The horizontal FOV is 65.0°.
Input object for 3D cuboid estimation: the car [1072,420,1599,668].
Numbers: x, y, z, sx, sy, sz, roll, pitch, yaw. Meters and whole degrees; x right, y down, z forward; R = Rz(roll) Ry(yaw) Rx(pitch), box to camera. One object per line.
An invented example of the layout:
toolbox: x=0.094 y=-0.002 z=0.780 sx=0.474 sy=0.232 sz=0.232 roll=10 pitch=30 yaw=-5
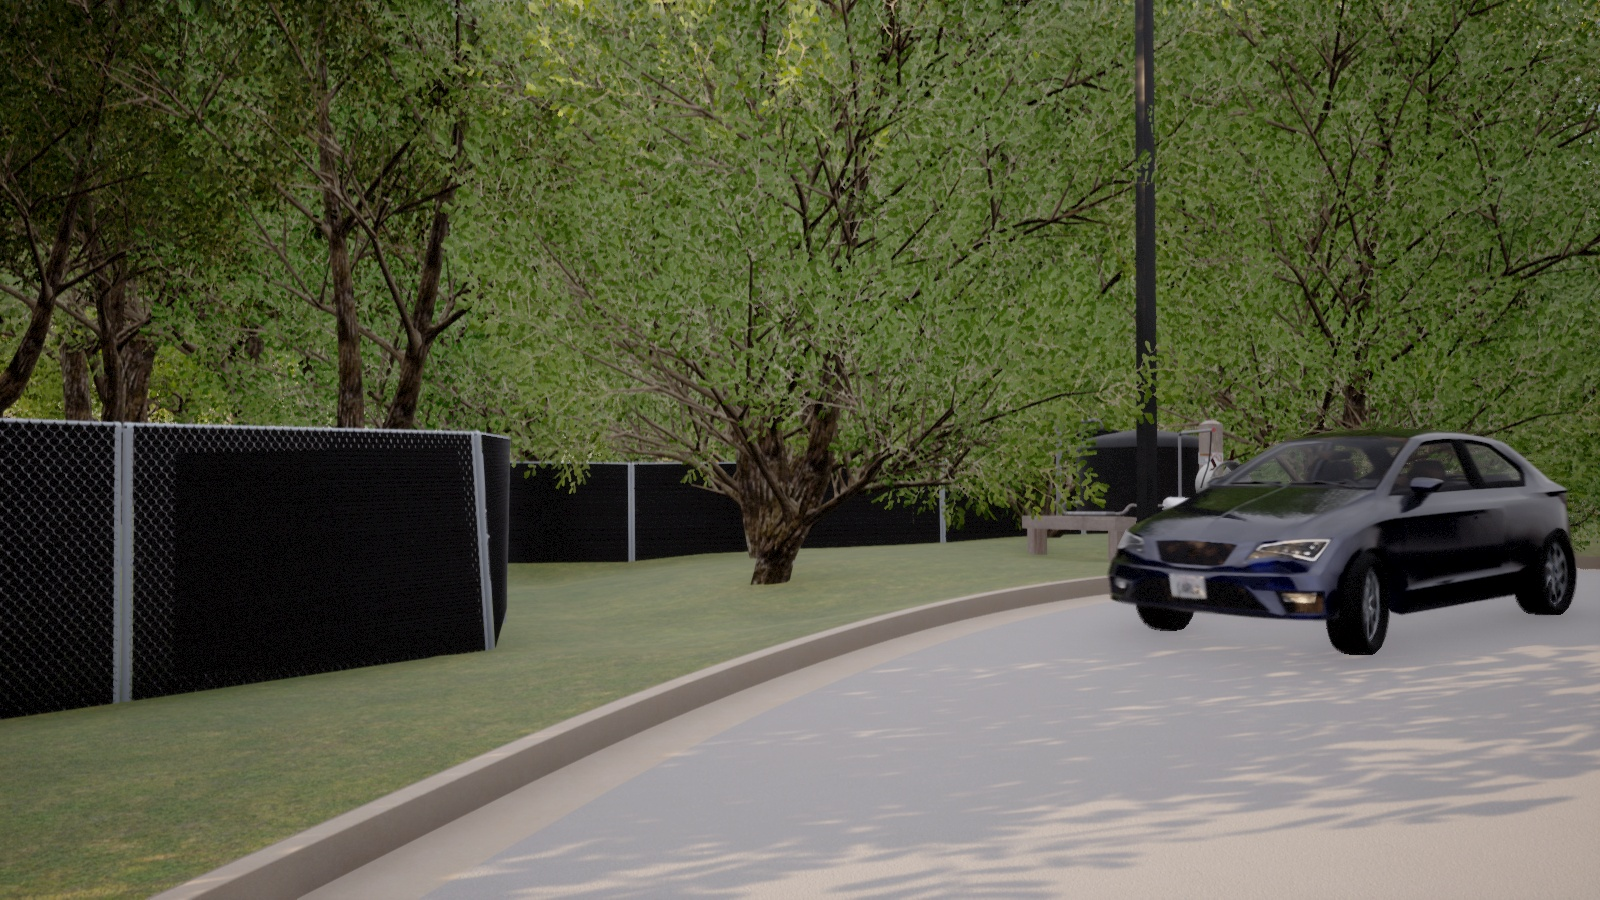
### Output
car: x=4.186 y=0.553 z=9.536 sx=4.193 sy=1.474 sz=1.816 roll=-1 pitch=0 yaw=-37
